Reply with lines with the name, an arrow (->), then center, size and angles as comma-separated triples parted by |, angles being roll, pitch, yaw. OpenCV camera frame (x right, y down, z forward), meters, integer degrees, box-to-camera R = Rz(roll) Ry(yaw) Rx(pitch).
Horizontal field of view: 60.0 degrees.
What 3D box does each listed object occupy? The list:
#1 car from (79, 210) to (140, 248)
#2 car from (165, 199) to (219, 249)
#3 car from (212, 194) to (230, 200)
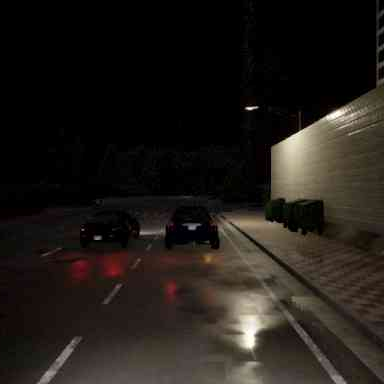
car -> -3.500, 1.532, 14.650 | 1.812, 1.442, 4.674 | 0, 0, 0
car -> 0.000, 1.365, 14.620 | 2.097, 1.767, 4.553 | 0, 0, 0
car -> 8.914, 1.353, 94.527 | 4.553, 1.767, 2.097 | 0, 0, -33
